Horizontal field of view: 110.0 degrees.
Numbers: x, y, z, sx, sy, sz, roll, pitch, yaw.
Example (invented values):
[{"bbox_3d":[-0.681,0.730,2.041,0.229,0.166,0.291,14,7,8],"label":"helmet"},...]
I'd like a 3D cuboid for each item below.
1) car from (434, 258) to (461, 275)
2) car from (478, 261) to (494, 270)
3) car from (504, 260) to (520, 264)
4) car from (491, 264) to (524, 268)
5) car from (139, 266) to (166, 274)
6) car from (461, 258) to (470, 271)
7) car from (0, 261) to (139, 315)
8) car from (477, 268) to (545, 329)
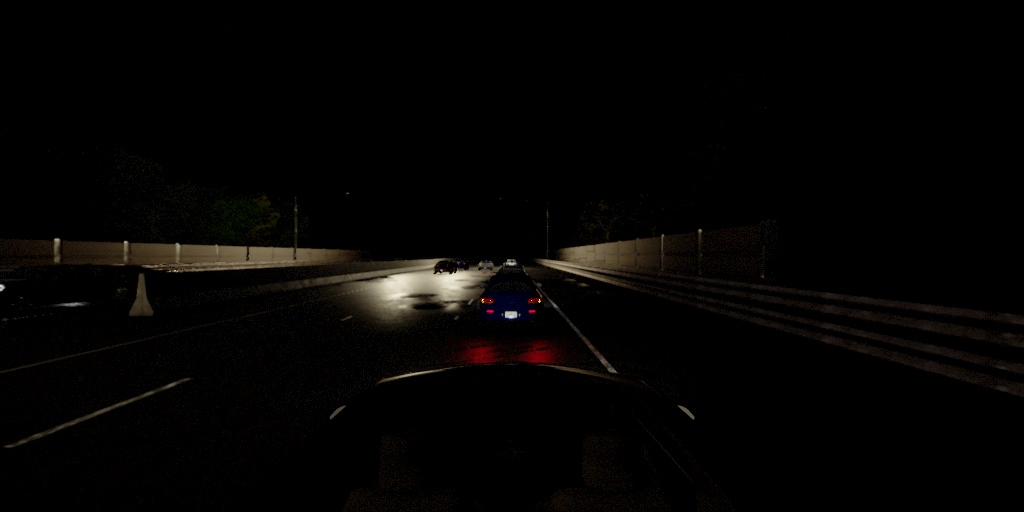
[{"bbox_3d":[-7.015,1.216,38.171,1.837,1.490,4.892,0,-1,0],"label":"car"},{"bbox_3d":[-3.554,1.303,49.849,1.895,1.301,4.718,0,0,0],"label":"car"},{"bbox_3d":[0.011,1.213,30.197,2.128,1.511,4.902,0,0,0],"label":"car"},{"bbox_3d":[-0.061,1.331,21.701,1.895,1.301,4.718,0,0,0],"label":"car"},{"bbox_3d":[-21.141,1.212,18.886,1.882,1.535,5.008,0,0,0],"label":"car"},{"bbox_3d":[-7.053,1.055,49.366,2.097,1.767,4.553,0,0,0],"label":"car"},{"bbox_3d":[-17.629,1.091,13.545,2.097,1.767,4.553,0,0,0],"label":"car"},{"bbox_3d":[-0.029,1.267,11.089,1.812,1.442,4.674,0,0,0],"label":"car"}]
